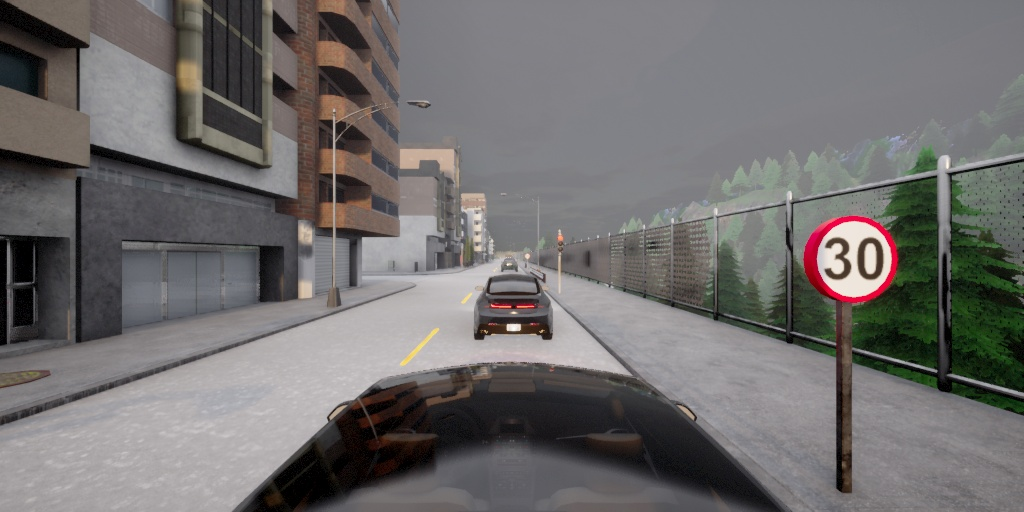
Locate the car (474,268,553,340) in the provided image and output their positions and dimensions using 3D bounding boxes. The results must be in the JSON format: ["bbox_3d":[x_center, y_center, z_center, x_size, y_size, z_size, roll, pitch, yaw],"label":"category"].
[{"bbox_3d":[0.016,1.255,9.945,1.837,1.490,4.892,0,0,0],"label":"car"}]

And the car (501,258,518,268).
[{"bbox_3d":[-0.332,1.102,46.296,2.097,1.767,4.553,0,0,-1],"label":"car"}]
